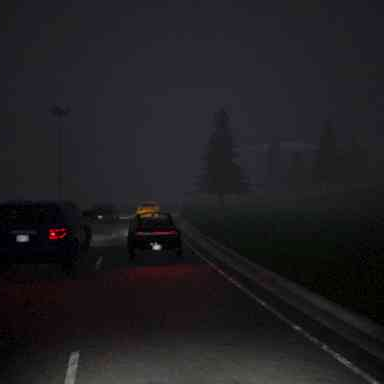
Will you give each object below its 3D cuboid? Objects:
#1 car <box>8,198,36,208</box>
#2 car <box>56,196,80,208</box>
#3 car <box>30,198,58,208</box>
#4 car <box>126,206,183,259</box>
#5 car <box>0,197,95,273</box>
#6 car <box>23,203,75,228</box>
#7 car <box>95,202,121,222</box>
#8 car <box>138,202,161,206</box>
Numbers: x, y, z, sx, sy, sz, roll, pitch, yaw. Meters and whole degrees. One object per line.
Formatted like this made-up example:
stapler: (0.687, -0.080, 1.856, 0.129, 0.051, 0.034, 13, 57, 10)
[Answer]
car: (-26.579, 1.668, 52.197, 1.882, 1.535, 5.008, 0, 0, -1)
car: (-19.596, 1.537, 52.624, 2.097, 1.767, 4.553, 0, 0, -1)
car: (-23.081, 1.734, 52.151, 2.033, 1.411, 5.357, 0, 0, -1)
car: (-1.502, 1.535, 12.865, 2.128, 1.511, 4.902, 0, 0, -10)
car: (-4.763, 1.263, 11.067, 2.150, 2.045, 5.566, 0, 0, -10)
car: (-10.310, 1.635, 24.486, 2.033, 1.411, 5.357, 0, 0, -6)
car: (-7.042, 1.599, 27.147, 1.837, 1.490, 4.892, 0, 0, -5)
car: (-3.675, 1.572, 28.744, 1.882, 1.535, 5.008, 0, 0, -5)
